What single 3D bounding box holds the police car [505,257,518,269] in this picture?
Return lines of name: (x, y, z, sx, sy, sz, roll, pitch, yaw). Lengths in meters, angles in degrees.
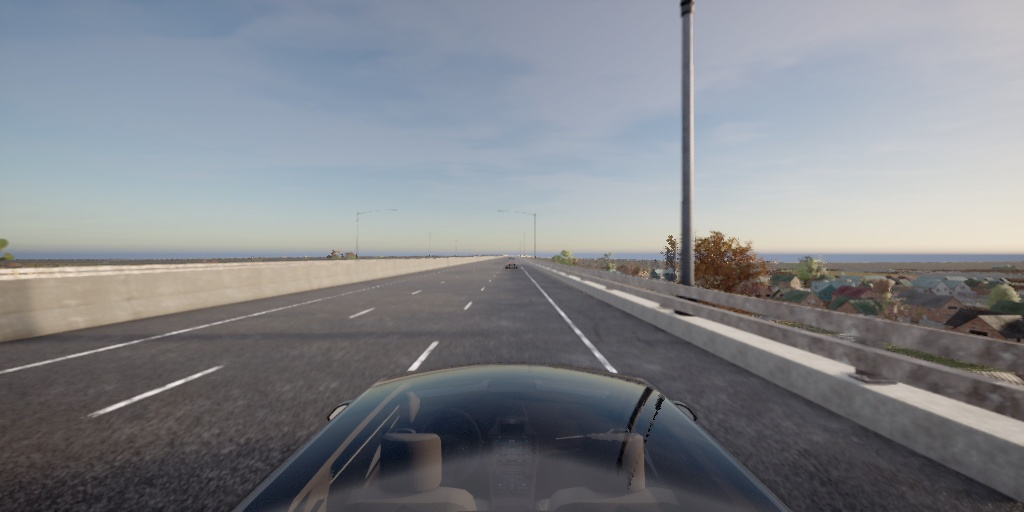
police car: (-0.038, 1.315, 55.732, 2.038, 1.542, 4.974, 0, 0, 0)
